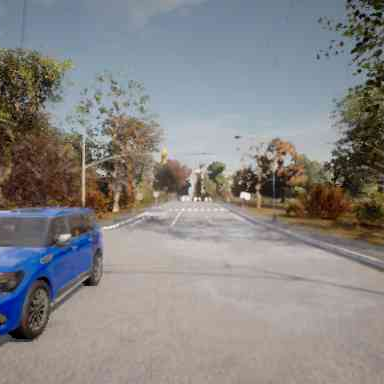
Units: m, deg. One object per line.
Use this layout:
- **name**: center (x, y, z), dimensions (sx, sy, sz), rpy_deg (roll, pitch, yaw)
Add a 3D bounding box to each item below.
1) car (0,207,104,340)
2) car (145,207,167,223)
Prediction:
- **car**: center (-3.497, 1.362, 7.070), dimensions (2.150, 2.045, 5.566), rpy_deg (0, -1, 0)
- **car**: center (-3.476, 2.223, 33.132), dimensions (1.812, 1.442, 4.674), rpy_deg (0, 0, 0)
